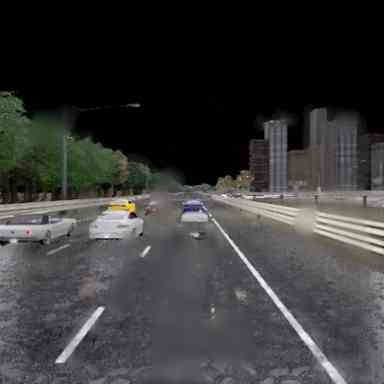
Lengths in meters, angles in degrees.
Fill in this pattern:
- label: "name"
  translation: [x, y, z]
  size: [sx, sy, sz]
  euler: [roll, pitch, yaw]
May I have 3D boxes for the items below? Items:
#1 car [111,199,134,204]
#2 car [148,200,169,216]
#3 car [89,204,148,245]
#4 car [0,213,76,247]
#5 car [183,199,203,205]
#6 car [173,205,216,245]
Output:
- label: "car"
  translation: [-6.885, 1.479, 33.016]
  size: [1.882, 1.535, 5.008]
  euler: [0, 0, 0]
- label: "car"
  translation: [-3.386, 1.527, 32.651]
  size: [1.812, 1.442, 4.674]
  euler: [0, 0, 0]
- label: "car"
  translation: [-3.394, 1.526, 15.541]
  size: [1.812, 1.442, 4.674]
  euler: [0, 0, 0]
- label: "car"
  translation: [-6.895, 1.601, 15.114]
  size: [1.895, 1.301, 4.718]
  euler: [0, 0, 0]
- label: "car"
  translation: [0.115, 1.479, 33.041]
  size: [1.882, 1.535, 5.008]
  euler: [0, 0, 0]
- label: "car"
  translation: [0.121, 1.526, 15.495]
  size: [1.812, 1.442, 4.674]
  euler: [0, 0, 0]
